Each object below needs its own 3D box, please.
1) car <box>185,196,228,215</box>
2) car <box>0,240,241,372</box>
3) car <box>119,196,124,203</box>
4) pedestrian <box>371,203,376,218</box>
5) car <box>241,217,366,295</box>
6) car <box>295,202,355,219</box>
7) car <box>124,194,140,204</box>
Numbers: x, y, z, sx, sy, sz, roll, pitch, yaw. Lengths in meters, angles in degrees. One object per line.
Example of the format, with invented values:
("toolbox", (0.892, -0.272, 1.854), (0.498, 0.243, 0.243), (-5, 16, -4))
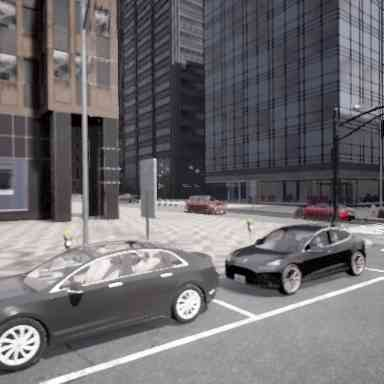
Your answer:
("car", (1.285, 1.143, 30.749), (2.097, 1.767, 4.553), (-1, 1, -36))
("car", (-1.540, 1.549, 5.561), (4.403, 1.369, 2.008), (0, -1, -35))
("car", (-12.507, 1.149, 50.126), (1.895, 1.301, 4.718), (-1, 1, -35))
("pedestrian", (13.415, 1.343, 24.519), (0.500, 1.100, 0.500), (0, 0, -36))
("car", (2.840, 1.558, 8.685), (4.313, 1.339, 1.947), (0, -1, -35))
("car", (9.692, 1.406, 24.451), (1.994, 1.385, 4.181), (-1, 1, -35))
("car", (-9.648, 1.020, 51.426), (1.837, 1.490, 4.892), (-1, 1, -35))
